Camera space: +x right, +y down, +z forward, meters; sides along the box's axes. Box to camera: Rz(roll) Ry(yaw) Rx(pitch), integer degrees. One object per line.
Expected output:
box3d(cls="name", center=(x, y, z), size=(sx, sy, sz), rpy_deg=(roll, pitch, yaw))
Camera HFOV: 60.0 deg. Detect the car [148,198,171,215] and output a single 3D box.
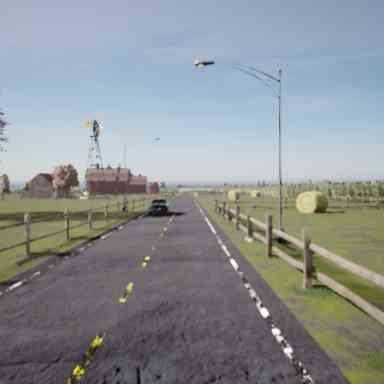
box3d(cls="car", center=(-3.059, 1.366, 31.910), size=(1.837, 1.490, 4.892), rpy_deg=(0, 0, -1))
